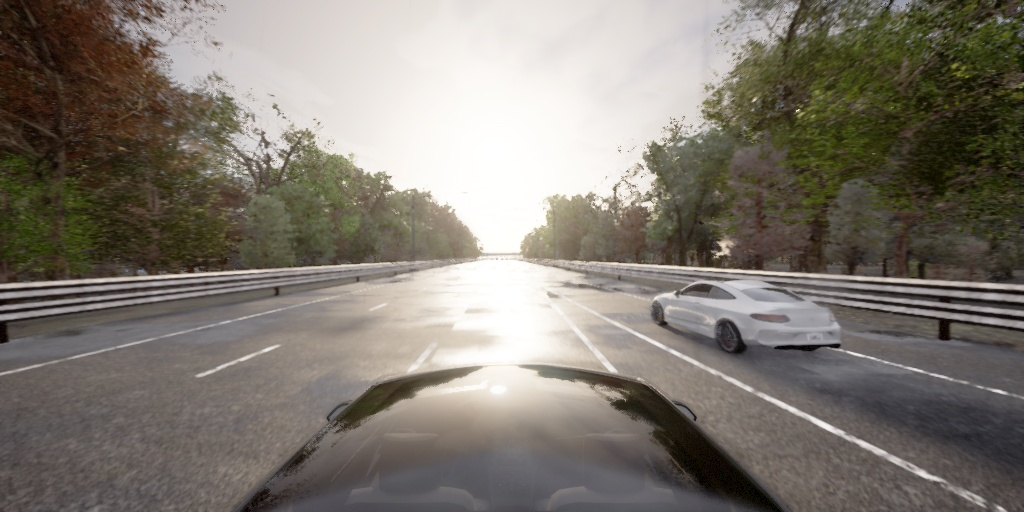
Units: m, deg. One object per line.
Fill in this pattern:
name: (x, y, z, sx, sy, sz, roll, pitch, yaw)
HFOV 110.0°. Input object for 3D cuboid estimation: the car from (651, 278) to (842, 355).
car: (5.111, 1.259, 8.596, 1.812, 1.442, 4.674, 0, 0, -5)
